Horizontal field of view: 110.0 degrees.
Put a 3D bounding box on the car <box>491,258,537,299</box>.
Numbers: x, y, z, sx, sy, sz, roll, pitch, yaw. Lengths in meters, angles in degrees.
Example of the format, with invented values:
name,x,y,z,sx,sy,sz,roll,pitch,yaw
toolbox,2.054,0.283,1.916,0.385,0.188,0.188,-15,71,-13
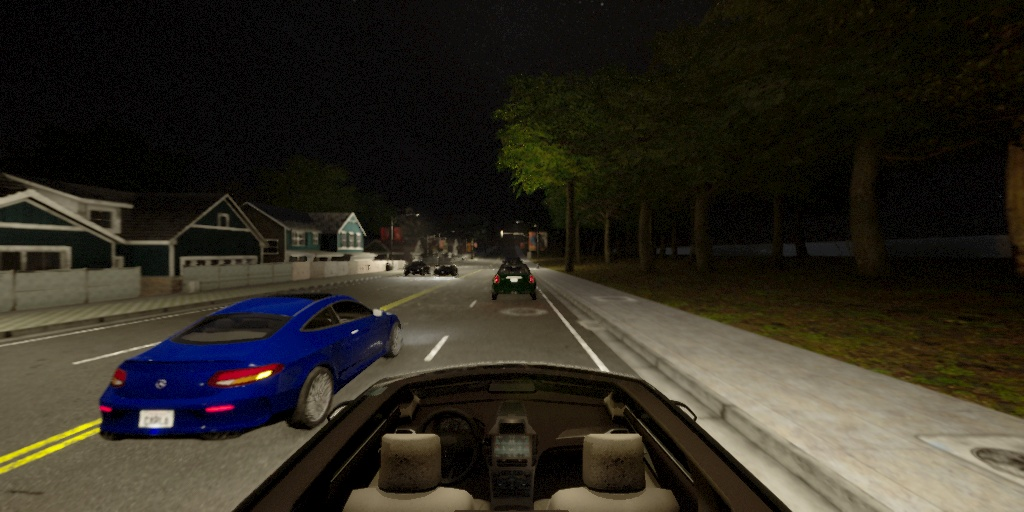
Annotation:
name,x,y,z,sx,sy,sz,roll,pitch,yaw
car,0.098,1.113,18.214,2.097,1.767,4.553,0,0,0

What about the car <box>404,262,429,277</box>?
name,x,y,z,sx,sy,sz,roll,pitch,yaw
car,-9.800,1.342,37.377,1.837,1.490,4.892,0,-1,0

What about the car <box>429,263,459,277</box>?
name,x,y,z,sx,sy,sz,roll,pitch,yaw
car,-6.559,1.391,35.971,1.994,1.385,4.181,0,0,0

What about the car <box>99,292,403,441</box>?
name,x,y,z,sx,sy,sz,roll,pitch,yaw
car,-3.149,1.277,5.479,1.812,1.442,4.674,0,0,0

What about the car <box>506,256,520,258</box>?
name,x,y,z,sx,sy,sz,roll,pitch,yaw
car,0.096,1.074,40.633,2.150,2.045,5.566,0,0,0
